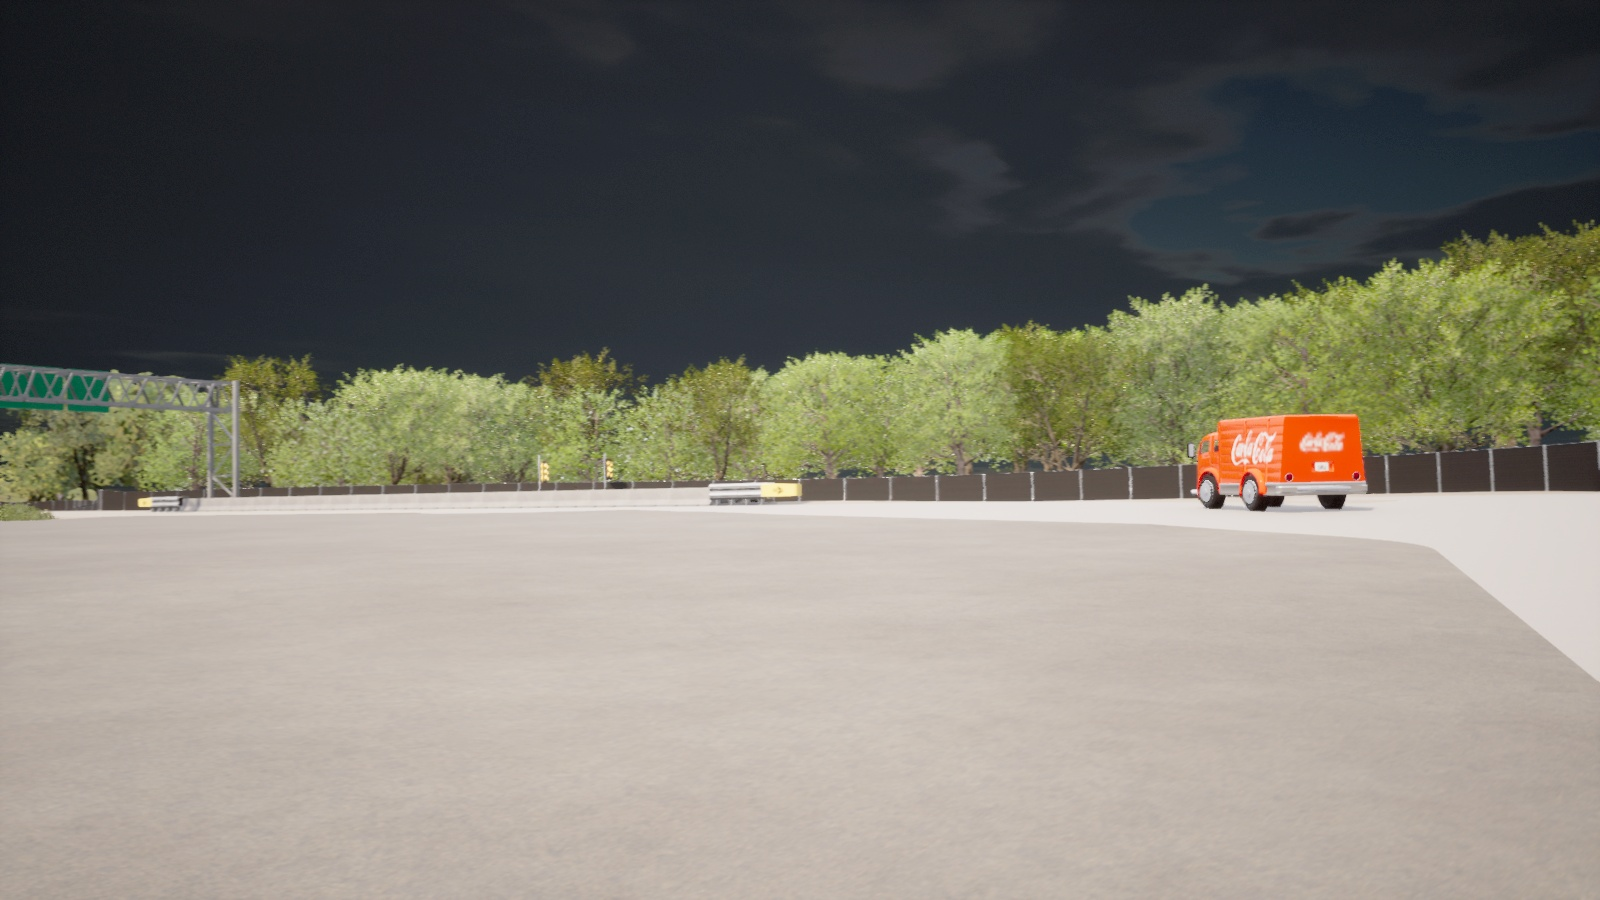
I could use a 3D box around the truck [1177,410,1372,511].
[{"bbox_3d":[12.632,0.325,33.919,2.627,2.467,5.204,-1,-1,-9],"label":"truck"}]
